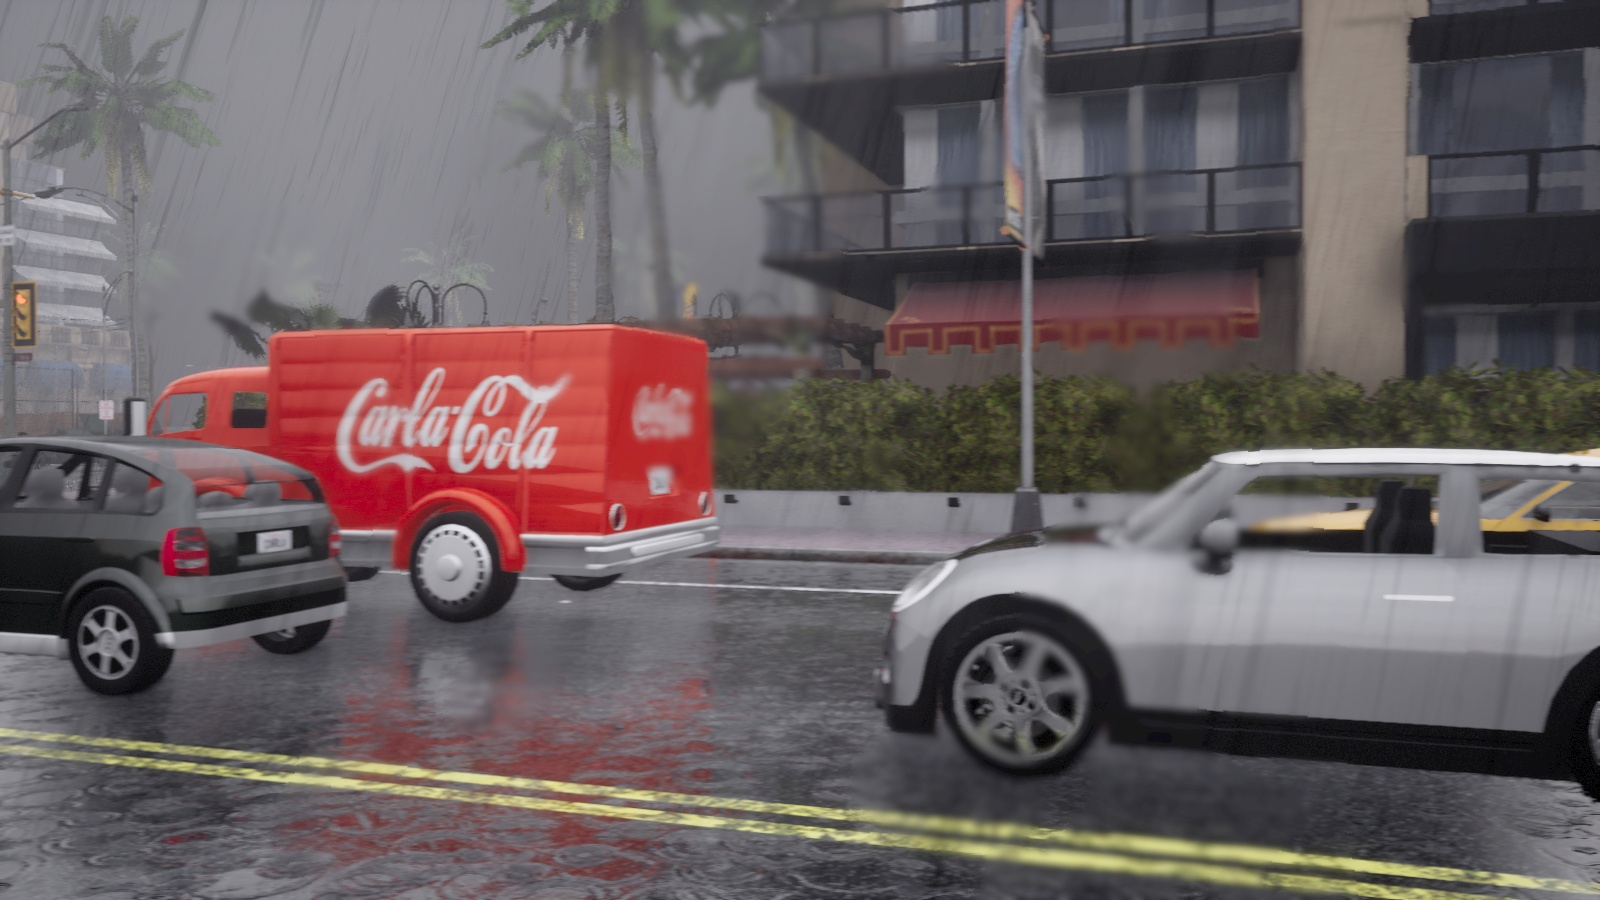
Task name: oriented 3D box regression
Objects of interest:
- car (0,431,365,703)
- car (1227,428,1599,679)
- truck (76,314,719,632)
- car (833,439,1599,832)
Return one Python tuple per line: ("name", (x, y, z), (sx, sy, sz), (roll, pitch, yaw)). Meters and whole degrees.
("car", (-5.120, 0.648, 8.621), (3.705, 1.549, 1.789), (1, 1, 18))
("car", (5.774, 0.649, 8.632), (5.366, 1.575, 1.801), (1, 1, 19))
("truck", (-3.673, 0.137, 11.812), (5.204, 2.467, 2.627), (1, 1, 18))
("car", (2.276, 0.703, 6.119), (3.806, 1.475, 1.970), (1, 1, 19))
